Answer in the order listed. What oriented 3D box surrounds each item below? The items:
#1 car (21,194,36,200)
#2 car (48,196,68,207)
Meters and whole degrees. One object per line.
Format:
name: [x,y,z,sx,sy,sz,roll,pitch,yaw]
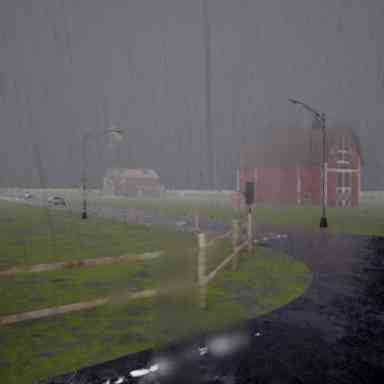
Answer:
car: [-38.616,1.187,79.349,1.837,1.490,4.892,-1,1,-36]
car: [-19.887,1.396,49.168,1.837,1.490,4.892,-1,1,-36]
